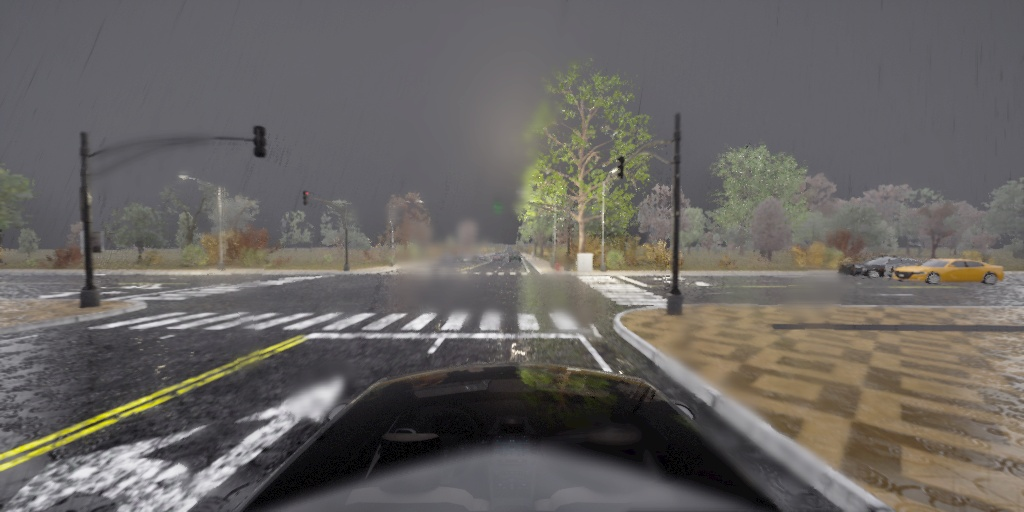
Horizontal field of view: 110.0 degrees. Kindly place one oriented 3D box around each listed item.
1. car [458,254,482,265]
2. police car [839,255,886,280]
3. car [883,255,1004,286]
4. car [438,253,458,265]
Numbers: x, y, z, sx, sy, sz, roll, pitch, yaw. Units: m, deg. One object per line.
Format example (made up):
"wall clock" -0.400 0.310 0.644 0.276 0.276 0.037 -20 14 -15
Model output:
"car" -6.213 0.507 53.291 2.128 1.511 4.902 0 1 2
"police car" 25.520 0.757 24.569 5.238 1.638 1.930 0 2 3
"car" 25.871 0.899 21.396 5.008 1.535 1.882 0 2 3
"car" -9.466 0.368 53.222 2.097 1.767 4.553 0 1 2
